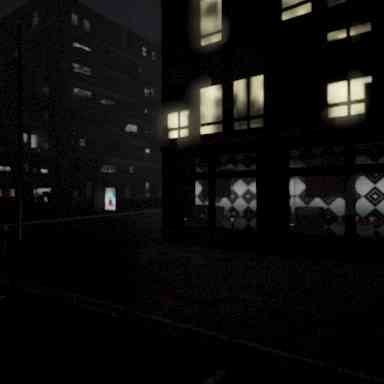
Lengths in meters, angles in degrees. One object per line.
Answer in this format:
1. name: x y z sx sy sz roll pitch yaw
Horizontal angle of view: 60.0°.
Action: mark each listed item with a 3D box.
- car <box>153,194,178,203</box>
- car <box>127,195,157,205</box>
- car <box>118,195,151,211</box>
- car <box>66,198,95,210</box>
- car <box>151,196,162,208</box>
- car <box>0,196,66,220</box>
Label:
1. car: -4.344 1.094 54.642 1.802 1.307 4.206 1 2 35
2. car: -7.527 1.167 50.101 2.008 1.369 4.403 1 2 35
3. car: -6.995 1.325 36.259 1.947 1.339 4.313 1 2 35
4. car: -13.893 1.406 41.018 1.802 1.307 4.206 1 2 35
5. car: -3.811 1.221 40.802 1.947 1.339 4.313 1 2 35
6. car: -13.363 1.280 27.169 2.192 1.841 5.009 1 1 35
